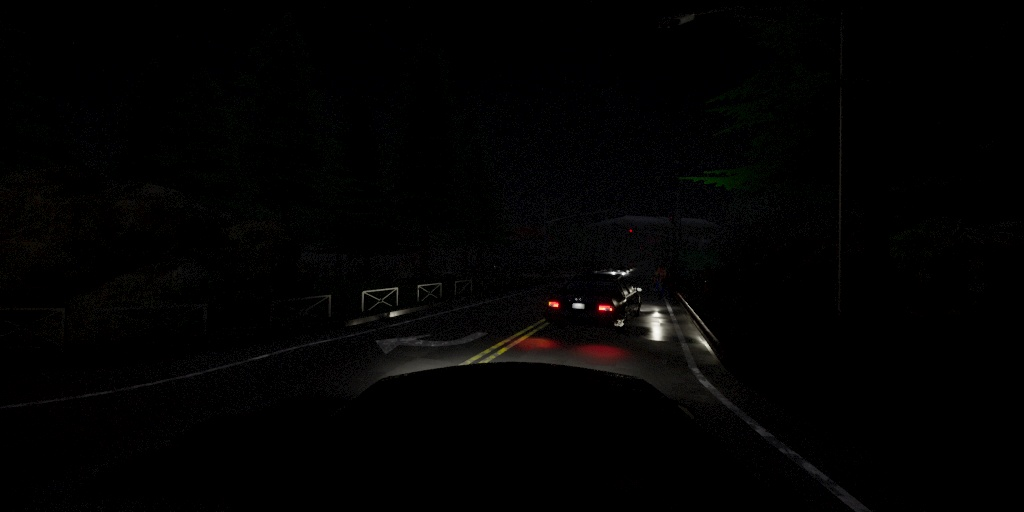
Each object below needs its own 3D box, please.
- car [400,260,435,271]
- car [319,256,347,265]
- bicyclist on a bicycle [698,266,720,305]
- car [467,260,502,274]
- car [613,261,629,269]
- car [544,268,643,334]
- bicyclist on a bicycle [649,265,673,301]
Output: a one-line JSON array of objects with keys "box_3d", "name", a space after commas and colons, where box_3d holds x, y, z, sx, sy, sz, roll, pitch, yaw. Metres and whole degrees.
[{"box_3d": [-12.797, 1.385, 48.525, 5.008, 1.535, 1.882, 1, 0, 22], "name": "car"}, {"box_3d": [-27.224, 0.969, 54.994, 5.566, 2.045, 2.150, 0, -1, 30], "name": "car"}, {"box_3d": [8.302, 1.248, 15.088, 1.656, 1.620, 0.582, 1, 0, -33], "name": "bicyclist on a bicycle"}, {"box_3d": [-3.502, 1.366, 44.871, 4.553, 1.767, 2.097, 1, 0, 21], "name": "car"}, {"box_3d": [17.376, 1.858, 57.867, 1.895, 1.301, 4.718, 1, 0, 21], "name": "car"}, {"box_3d": [2.593, 1.219, 10.427, 2.033, 1.411, 5.357, 1, 0, 26], "name": "car"}, {"box_3d": [6.898, 1.235, 16.512, 1.656, 1.620, 0.582, 1, 0, -30], "name": "bicyclist on a bicycle"}]
